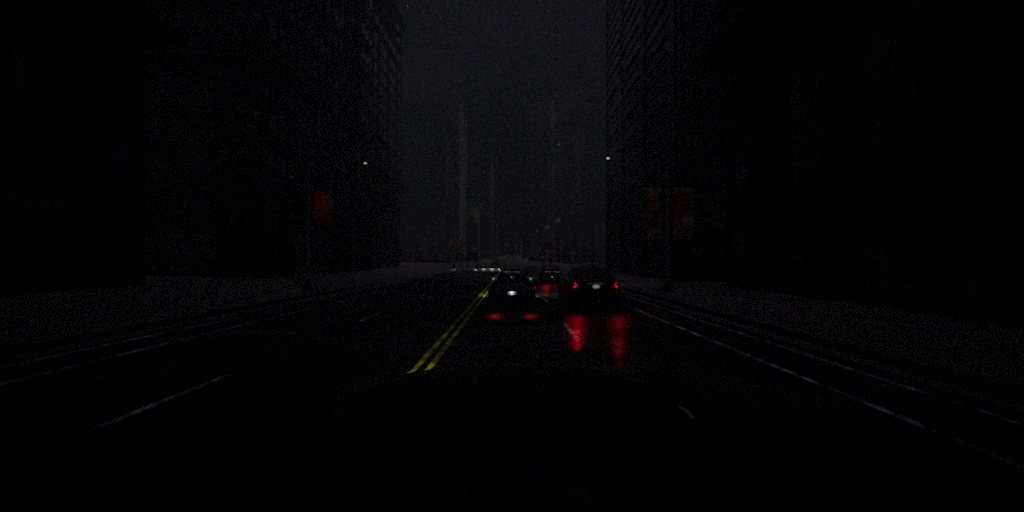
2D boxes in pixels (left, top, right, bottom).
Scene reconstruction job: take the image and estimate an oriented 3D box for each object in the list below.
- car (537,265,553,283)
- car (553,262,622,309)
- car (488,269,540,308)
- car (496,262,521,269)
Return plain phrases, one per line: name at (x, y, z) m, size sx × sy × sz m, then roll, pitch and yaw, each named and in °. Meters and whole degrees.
car at (3.245, 1.502, 31.144) m, size 2.128 × 1.511 × 4.902 m, roll 0°, pitch 0°, yaw 0°
car at (3.247, 1.227, 15.925) m, size 2.097 × 1.767 × 4.553 m, roll 0°, pitch -1°, yaw 0°
car at (0.000, 1.443, 16.132) m, size 1.994 × 1.385 × 4.181 m, roll 0°, pitch 0°, yaw 0°
car at (-0.006, 1.502, 31.137) m, size 2.128 × 1.511 × 4.902 m, roll 0°, pitch 0°, yaw 0°
